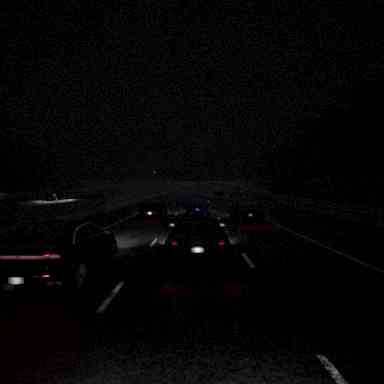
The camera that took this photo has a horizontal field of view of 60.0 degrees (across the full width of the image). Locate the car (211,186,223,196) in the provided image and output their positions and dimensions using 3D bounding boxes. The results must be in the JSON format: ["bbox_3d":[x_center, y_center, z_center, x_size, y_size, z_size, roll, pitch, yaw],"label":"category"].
[{"bbox_3d":[5.415,0.056,68.442,1.882,1.535,5.008,0,2,2],"label":"car"}]

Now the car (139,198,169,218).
[{"bbox_3d":[-3.053,1.240,26.870,1.837,1.490,4.892,0,1,1],"label":"car"}]

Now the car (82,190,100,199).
[{"bbox_3d":[-16.202,0.526,55.646,1.837,1.490,4.892,0,2,3],"label":"car"}]

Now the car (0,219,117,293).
[{"bbox_3d":[-3.345,1.466,8.784,2.128,1.511,4.902,0,0,0],"label":"car"}]

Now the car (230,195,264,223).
[{"bbox_3d":[3.767,1.264,23.537,1.882,1.535,5.008,0,1,1],"label":"car"}]

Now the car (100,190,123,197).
[{"bbox_3d":[-12.772,0.415,54.090,2.097,1.767,4.553,0,2,3],"label":"car"}]

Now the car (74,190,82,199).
[{"bbox_3d":[-19.497,0.400,59.530,2.128,1.511,4.902,0,2,3],"label":"car"}]

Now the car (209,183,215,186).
[{"bbox_3d":[6.415,-0.944,91.627,2.097,1.767,4.553,0,2,2],"label":"car"}]

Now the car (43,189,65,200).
[{"bbox_3d":[-22.590,0.417,54.489,2.097,1.767,4.553,0,2,-1],"label":"car"}]

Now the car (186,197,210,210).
[{"bbox_3d":[0.494,1.172,28.699,1.882,1.535,5.008,0,1,1],"label":"car"}]

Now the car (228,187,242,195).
[{"bbox_3d":[8.668,-0.066,65.368,2.150,2.045,5.566,0,2,4],"label":"car"}]

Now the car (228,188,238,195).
[{"bbox_3d":[9.200,-0.183,74.987,2.033,1.411,5.357,0,2,2],"label":"car"}]

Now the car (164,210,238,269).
[{"bbox_3d":[0.176,1.522,11.009,1.994,1.385,4.181,0,0,1],"label":"car"}]
